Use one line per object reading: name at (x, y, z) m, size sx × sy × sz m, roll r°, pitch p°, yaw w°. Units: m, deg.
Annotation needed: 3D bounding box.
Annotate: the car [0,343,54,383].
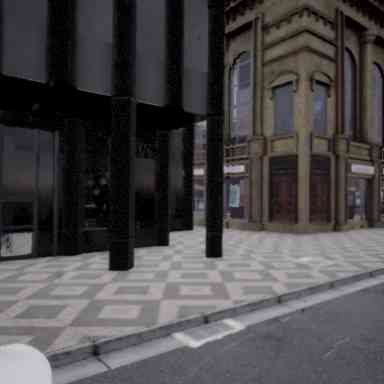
car at (-2.852, 1.527, 1.125) m, size 4.674 × 1.442 × 1.812 m, roll 1°, pitch -1°, yaw -36°
